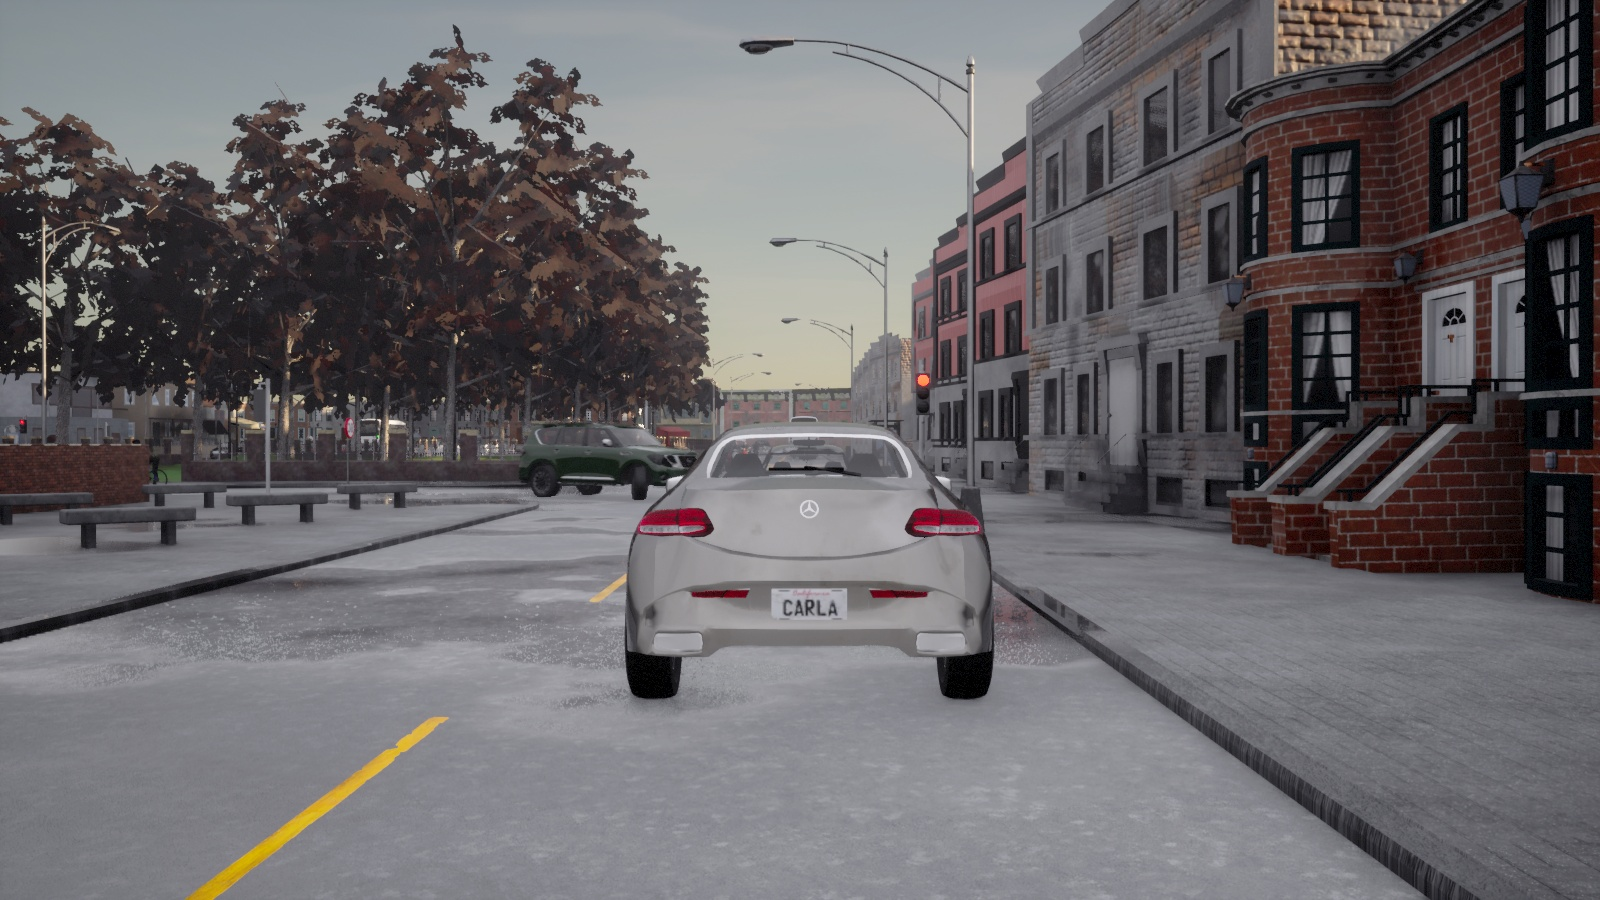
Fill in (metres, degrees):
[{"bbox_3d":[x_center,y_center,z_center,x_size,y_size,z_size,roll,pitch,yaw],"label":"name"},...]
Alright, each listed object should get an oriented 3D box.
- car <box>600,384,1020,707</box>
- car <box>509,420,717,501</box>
[{"bbox_3d":[0.064,0.475,8.950,2.152,1.651,5.027,0,0,0],"label":"car"},{"bbox_3d":[-5.148,0.267,34.233,5.566,2.045,2.150,0,0,33],"label":"car"}]
